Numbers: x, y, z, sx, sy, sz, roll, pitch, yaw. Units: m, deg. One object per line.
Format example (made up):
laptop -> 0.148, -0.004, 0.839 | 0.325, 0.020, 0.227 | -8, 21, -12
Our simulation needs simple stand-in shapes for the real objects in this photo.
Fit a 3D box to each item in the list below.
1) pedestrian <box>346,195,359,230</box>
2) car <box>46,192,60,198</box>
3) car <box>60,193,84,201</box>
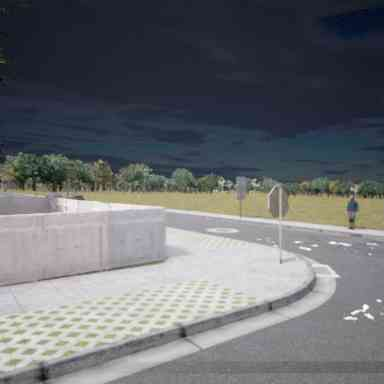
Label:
pedestrian -> 8.416, 1.053, 17.517 | 0.375, 1.860, 0.375 | 1, -1, -36
car -> -23.389, 0.776, 56.420 | 2.033, 1.411, 5.357 | 0, 0, -36
car -> -16.917, 0.884, 47.496 | 1.837, 1.490, 4.892 | 0, 1, -36
